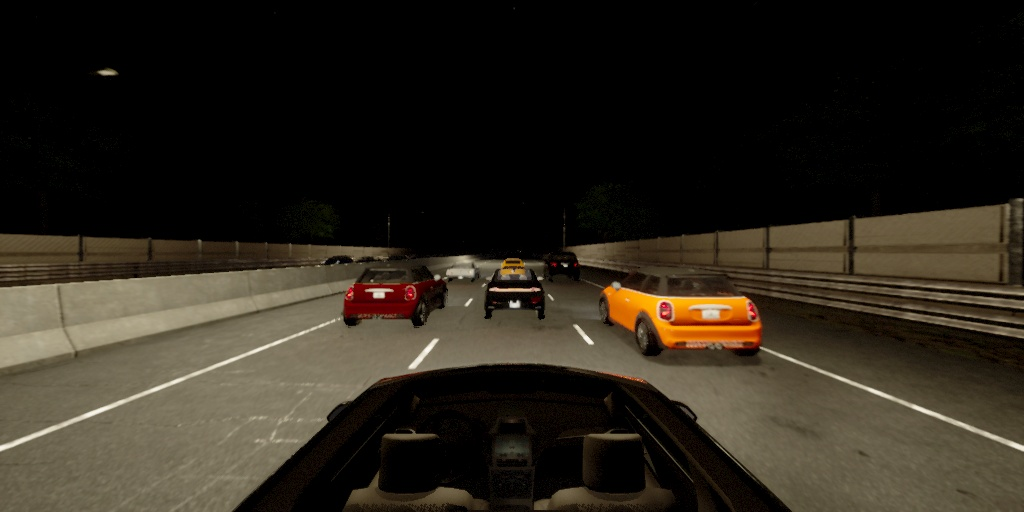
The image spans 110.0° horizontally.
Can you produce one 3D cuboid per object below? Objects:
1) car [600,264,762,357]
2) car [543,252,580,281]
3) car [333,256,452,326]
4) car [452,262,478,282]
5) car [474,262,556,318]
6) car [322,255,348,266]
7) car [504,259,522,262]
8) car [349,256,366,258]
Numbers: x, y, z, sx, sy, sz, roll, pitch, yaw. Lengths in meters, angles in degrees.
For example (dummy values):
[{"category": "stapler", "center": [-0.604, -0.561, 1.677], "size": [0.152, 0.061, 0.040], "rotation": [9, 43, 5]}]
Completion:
[{"category": "car", "center": [3.567, 1.038, 8.551], "size": [2.097, 1.767, 4.553], "rotation": [0, 1, 0]}, {"category": "car", "center": [3.589, 0.732, 26.664], "size": [2.150, 2.045, 5.566], "rotation": [0, 0, 0]}, {"category": "car", "center": [-3.419, 1.010, 11.369], "size": [2.097, 1.767, 4.553], "rotation": [0, 1, 0]}, {"category": "car", "center": [-3.417, 1.118, 26.077], "size": [1.895, 1.301, 4.718], "rotation": [0, 1, 0]}, {"category": "car", "center": [0.085, 1.140, 12.421], "size": [2.128, 1.511, 4.902], "rotation": [0, 1, 0]}, {"category": "car", "center": [-21.075, 0.699, 43.639], "size": [2.097, 1.767, 4.553], "rotation": [0, 1, 0]}, {"category": "car", "center": [0.091, 0.965, 29.199], "size": [1.882, 1.535, 5.008], "rotation": [0, 1, 0]}, {"category": "car", "center": [-17.577, 0.837, 43.914], "size": [2.128, 1.511, 4.902], "rotation": [0, 0, 0]}]
